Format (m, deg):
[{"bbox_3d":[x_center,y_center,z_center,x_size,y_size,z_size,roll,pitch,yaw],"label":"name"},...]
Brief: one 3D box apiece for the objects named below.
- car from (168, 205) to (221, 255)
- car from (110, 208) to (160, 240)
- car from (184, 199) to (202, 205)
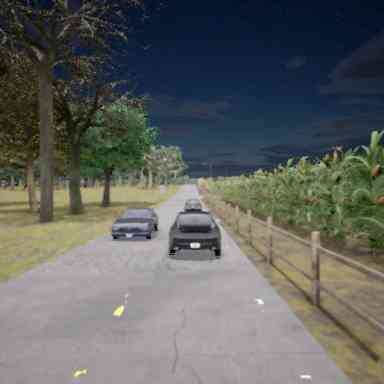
[{"bbox_3d":[0.104,1.488,13.260,1.837,1.490,4.892,0,0,0],"label":"car"},{"bbox_3d":[-2.742,1.522,17.179,2.033,1.411,5.357,0,0,0],"label":"car"},{"bbox_3d":[0.115,1.470,34.963,2.033,1.411,5.357,0,0,0],"label":"car"}]
